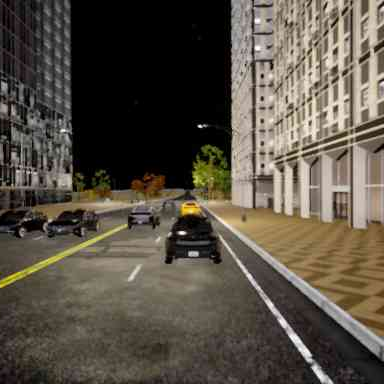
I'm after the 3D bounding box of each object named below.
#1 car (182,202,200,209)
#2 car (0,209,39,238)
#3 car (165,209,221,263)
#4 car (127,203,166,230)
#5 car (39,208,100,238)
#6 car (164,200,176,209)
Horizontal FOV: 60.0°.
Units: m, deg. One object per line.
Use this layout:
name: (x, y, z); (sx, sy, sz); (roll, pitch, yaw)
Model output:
car: (-0.116, 1.851, 36.834); (1.882, 1.535, 5.008); (0, -1, 0)
car: (-9.951, 1.751, 19.212); (1.837, 1.490, 4.892); (0, -1, 0)
car: (0.029, 1.638, 12.547); (1.837, 1.490, 4.892); (0, 0, 0)
car: (-3.281, 1.747, 23.386); (2.128, 1.511, 4.902); (0, -1, 0)
car: (-6.701, 1.736, 19.235); (1.837, 1.490, 4.892); (0, -1, 0)
car: (-3.450, 2.009, 50.087); (2.128, 1.511, 4.902); (0, -1, 0)
